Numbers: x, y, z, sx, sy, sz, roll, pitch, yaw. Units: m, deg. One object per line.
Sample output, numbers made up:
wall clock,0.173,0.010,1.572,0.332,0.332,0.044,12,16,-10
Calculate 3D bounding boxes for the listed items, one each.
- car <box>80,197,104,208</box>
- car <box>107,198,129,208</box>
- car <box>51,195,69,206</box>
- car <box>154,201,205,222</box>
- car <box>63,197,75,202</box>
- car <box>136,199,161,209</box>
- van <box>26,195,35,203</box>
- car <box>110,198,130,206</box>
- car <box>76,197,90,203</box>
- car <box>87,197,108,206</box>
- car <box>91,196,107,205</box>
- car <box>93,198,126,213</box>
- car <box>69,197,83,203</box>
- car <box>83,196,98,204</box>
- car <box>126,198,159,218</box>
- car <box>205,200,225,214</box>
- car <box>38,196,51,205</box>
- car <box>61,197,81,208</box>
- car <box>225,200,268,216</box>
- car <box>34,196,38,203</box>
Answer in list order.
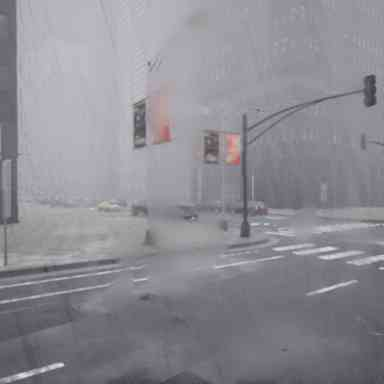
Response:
car,-16.562,1.877,55.412,1.994,1.385,4.181,-1,0,-36
car,-12.172,1.778,54.480,1.837,1.490,4.892,-1,0,-34
car,-23.248,1.684,60.013,2.192,1.841,5.009,-1,0,-36
car,-1.180,1.790,29.098,1.947,1.339,4.313,-1,0,-36
car,-32.156,1.940,87.176,1.752,1.417,4.829,-1,0,-36
car,-6.846,1.773,51.711,1.887,1.381,4.507,-1,0,-36
van,-39.008,1.830,82.096,1.690,1.788,3.998,-1,0,-36
car,-13.248,1.797,60.681,1.752,1.417,4.829,-1,0,-36
car,-25.756,1.909,78.205,1.887,1.381,4.507,-1,0,-36
car,-17.744,1.804,62.231,2.128,1.511,4.902,-1,0,-36
car,-19.453,1.757,69.374,1.967,1.590,4.097,-1,0,-36
car,-10.538,1.807,42.210,1.752,1.417,4.829,-1,0,-36
car,-28.906,1.940,82.621,2.008,1.369,4.403,-1,0,-36
car,-22.605,1.780,73.790,1.967,1.590,4.097,-1,0,-36
car,-4.336,1.558,33.514,2.192,1.841,5.009,-1,0,-36
car,2.607,1.608,38.464,1.967,1.590,4.097,-1,0,-36
car,-29.552,1.730,68.846,2.192,1.841,5.009,-1,0,-36
car,-20.093,1.928,55.598,1.802,1.307,4.206,-1,0,-36
car,5.758,1.589,34.048,1.967,1.590,4.097,-1,0,-36
car,-32.701,1.984,73.264,1.887,1.381,4.507,-1,0,-36
